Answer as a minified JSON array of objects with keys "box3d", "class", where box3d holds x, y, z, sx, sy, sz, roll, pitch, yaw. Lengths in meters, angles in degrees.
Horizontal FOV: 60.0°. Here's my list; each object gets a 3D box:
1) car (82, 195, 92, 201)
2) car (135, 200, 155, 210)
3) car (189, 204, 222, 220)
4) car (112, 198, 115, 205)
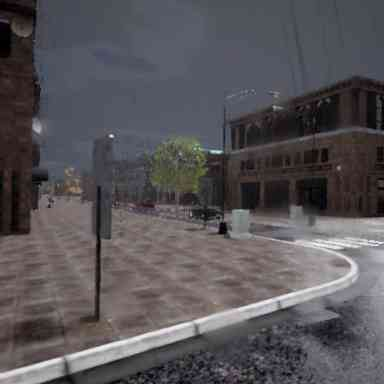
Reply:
[{"box3d":[-28.547,1.610,90.425,2.192,1.841,5.009,1,-1,-26],"class":"car"},{"box3d":[-6.514,1.754,45.840,1.887,1.381,4.507,1,-1,-26],"class":"car"},{"box3d":[1.248,1.729,30.203,2.008,1.369,4.403,1,-1,-26],"class":"car"},{"box3d":[-16.310,1.830,65.654,1.802,1.307,4.206,1,-1,-26],"class":"car"}]
